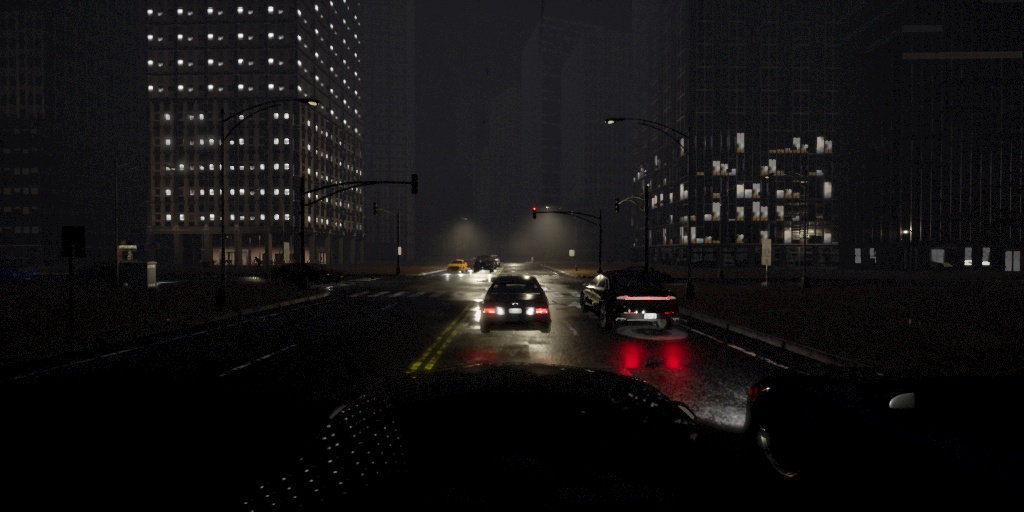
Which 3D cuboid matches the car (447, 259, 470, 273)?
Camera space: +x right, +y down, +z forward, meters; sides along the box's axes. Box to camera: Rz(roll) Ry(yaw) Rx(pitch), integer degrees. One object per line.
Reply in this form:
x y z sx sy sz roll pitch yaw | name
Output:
-6.548 1.193 43.206 1.882 1.535 5.008 0 0 0 | car

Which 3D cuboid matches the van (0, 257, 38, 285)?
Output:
-33.909 0.960 23.625 3.998 1.789 1.690 0 0 1 | van

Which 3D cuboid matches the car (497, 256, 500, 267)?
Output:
-3.286 1.049 52.836 2.097 1.767 4.553 0 0 0 | car

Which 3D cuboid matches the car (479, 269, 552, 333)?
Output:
0.109 1.294 10.672 2.033 1.411 5.357 0 0 1 | car

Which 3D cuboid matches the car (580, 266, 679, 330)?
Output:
3.356 1.238 11.085 2.128 1.511 4.902 0 0 0 | car

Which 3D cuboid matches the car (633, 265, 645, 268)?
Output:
9.114 1.361 25.323 4.181 1.385 1.994 0 0 1 | car

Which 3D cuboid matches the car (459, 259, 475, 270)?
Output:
-6.535 1.223 52.618 1.812 1.442 4.674 0 0 0 | car

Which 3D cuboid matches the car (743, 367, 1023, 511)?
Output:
3.354 1.314 1.928 1.994 1.385 4.181 0 0 0 | car

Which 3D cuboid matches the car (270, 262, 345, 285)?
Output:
-14.404 1.170 25.361 5.008 1.535 1.882 0 0 6 | car

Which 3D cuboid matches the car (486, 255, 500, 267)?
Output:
-3.265 0.896 63.064 2.150 2.045 5.566 0 0 0 | car

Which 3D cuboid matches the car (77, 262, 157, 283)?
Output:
-28.720 1.147 26.075 4.674 1.442 1.812 0 0 2 | car

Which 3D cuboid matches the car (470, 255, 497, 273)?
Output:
-3.299 0.938 42.882 2.150 2.045 5.566 0 0 0 | car

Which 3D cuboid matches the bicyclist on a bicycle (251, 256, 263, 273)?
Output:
-24.665 0.868 34.704 0.582 1.620 1.656 0 1 1 | bicyclist on a bicycle
